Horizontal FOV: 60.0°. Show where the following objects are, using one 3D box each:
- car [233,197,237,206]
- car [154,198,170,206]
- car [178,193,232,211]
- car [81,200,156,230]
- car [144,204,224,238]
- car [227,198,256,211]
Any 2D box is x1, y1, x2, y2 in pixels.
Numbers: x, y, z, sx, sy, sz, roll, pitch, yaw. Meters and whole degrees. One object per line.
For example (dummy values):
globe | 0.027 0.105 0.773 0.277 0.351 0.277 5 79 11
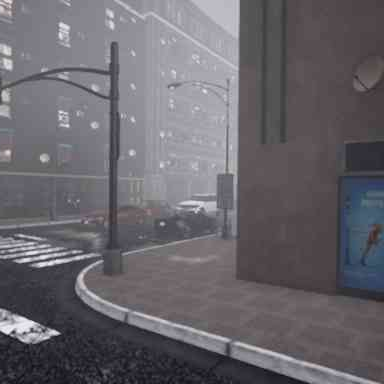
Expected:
car | 2.922 1.210 36.098 2.192 1.841 5.009 1 1 35
car | -3.494 1.348 26.948 1.967 1.590 4.097 1 1 35
car | 0.971 1.159 29.023 2.150 2.045 5.566 1 1 35
car | -4.701 1.475 20.937 1.812 1.442 4.674 1 1 35
car | -0.251 1.591 17.851 1.947 1.339 4.313 1 1 35
car | 6.127 1.470 40.676 1.802 1.307 4.206 1 1 35
